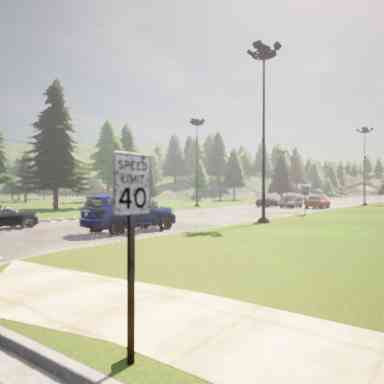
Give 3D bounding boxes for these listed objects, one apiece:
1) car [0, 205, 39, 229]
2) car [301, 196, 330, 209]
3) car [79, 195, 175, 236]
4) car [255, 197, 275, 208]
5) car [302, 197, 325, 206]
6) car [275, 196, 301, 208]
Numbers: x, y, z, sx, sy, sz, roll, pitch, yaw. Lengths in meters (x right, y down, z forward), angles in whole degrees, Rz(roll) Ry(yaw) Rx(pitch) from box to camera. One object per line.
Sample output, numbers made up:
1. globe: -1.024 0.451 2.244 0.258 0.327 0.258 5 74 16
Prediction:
1. car: -11.298 1.436 19.022 2.128 1.511 4.902 0 0 34
2. car: 16.812 1.319 44.473 2.097 1.767 4.553 0 0 38
3. car: -3.414 1.185 18.365 2.150 2.045 5.566 0 0 42
4. car: 10.961 1.440 48.353 2.128 1.511 4.902 0 0 38
5. car: 19.995 1.506 54.512 2.033 1.411 5.357 0 0 37
6. car: 13.776 1.559 46.271 1.895 1.301 4.718 0 0 38
